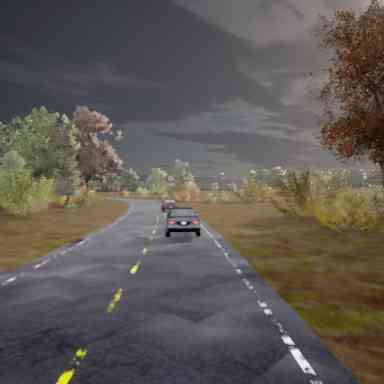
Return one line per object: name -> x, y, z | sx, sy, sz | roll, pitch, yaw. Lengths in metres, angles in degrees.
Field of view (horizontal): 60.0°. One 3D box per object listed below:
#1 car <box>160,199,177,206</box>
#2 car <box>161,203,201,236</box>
car -> -2.754, 1.540, 40.194 | 1.812, 1.442, 4.674 | 0, 0, -8
car -> -0.563, 1.554, 18.567 | 2.033, 1.411, 5.357 | 0, 0, -4
